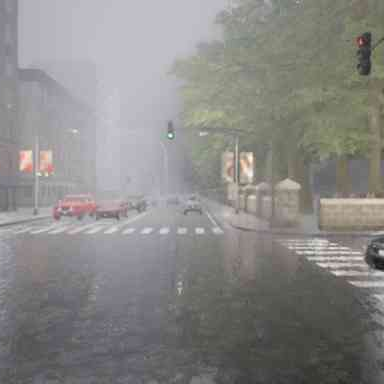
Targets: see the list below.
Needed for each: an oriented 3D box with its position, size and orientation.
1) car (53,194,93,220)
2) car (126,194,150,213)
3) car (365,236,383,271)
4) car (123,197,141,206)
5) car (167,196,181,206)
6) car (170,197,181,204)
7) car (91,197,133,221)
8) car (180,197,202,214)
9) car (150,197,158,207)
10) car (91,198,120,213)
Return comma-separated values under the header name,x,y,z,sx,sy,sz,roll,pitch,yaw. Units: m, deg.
name,x,y,z,sx,sy,sz,roll,pitch,yaw
car,-9.841,1.230,28.340,2.150,2.045,5.566,0,0,-1
car,-6.566,1.228,37.785,2.150,2.045,5.566,0,0,1
car,7.075,1.612,9.194,4.181,1.385,1.994,0,0,-10
car,-9.766,1.551,54.697,2.033,1.411,5.357,0,0,1
car,-3.236,1.494,56.188,2.128,1.511,4.902,0,0,0
car,-3.233,1.600,66.633,1.895,1.301,4.718,0,0,0
car,-6.579,1.486,27.842,1.882,1.535,5.008,0,0,0
car,0.108,1.554,35.580,2.033,1.411,5.357,0,0,0
car,-6.526,1.495,52.693,2.128,1.511,4.902,0,0,0
car,-9.818,1.484,38.155,1.882,1.535,5.008,0,0,0
